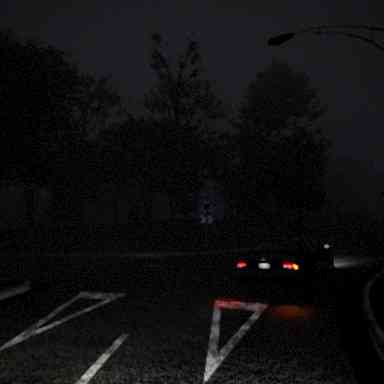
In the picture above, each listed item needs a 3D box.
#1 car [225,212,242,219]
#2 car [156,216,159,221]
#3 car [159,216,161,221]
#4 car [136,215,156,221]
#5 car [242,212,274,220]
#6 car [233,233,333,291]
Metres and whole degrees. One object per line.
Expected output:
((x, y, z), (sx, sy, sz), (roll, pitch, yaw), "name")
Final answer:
((8.602, 4.635, 63.372), (4.892, 1.490, 1.837), (-2, -6, 32), "car")
((-12.646, 7.199, 91.236), (5.566, 2.045, 2.435), (1, -5, -16), "car")
((-12.379, 7.474, 94.214), (5.566, 2.045, 2.435), (1, -6, -16), "car")
((-12.817, 7.178, 88.269), (4.892, 1.521, 2.231), (1, -5, -16), "car")
((11.584, 4.132, 57.087), (4.892, 1.490, 1.837), (-4, -8, 44), "car")
((3.021, 1.991, 10.265), (2.033, 1.411, 5.357), (-6, -6, 30), "car")
